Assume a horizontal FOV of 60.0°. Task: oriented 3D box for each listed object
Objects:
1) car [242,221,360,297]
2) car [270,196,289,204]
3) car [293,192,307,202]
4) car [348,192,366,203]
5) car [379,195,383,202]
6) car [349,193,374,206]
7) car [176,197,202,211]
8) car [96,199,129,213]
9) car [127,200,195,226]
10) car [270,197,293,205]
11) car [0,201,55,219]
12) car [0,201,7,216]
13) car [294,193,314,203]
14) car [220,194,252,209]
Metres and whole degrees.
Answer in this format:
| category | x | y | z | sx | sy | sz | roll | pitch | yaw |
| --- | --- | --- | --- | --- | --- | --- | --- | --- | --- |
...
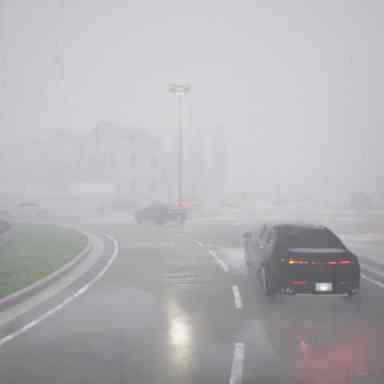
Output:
| category | x | y | z | sx | sy | sz | roll | pitch | yaw |
| --- | --- | --- | --- | --- | --- | --- | --- | --- | --- |
| car | 2.498 | 1.498 | 8.535 | 1.837 | 1.490 | 4.892 | 0 | 0 | 2 |
| car | 17.200 | 1.553 | 65.210 | 1.895 | 1.301 | 4.718 | 0 | 0 | 38 |
| car | 24.352 | 1.080 | 74.291 | 2.150 | 2.045 | 5.566 | 0 | 0 | 38 |
| car | 33.496 | 1.120 | 67.314 | 2.150 | 2.045 | 5.566 | 0 | 0 | 38 |
| car | 42.652 | 1.428 | 73.283 | 1.994 | 1.385 | 4.181 | 0 | 0 | 38 |
| car | 26.961 | 1.143 | 53.197 | 2.150 | 2.045 | 5.566 | 0 | 0 | 38 |
| car | -1.002 | 1.357 | 38.080 | 4.553 | 1.767 | 2.097 | 0 | 0 | -43 |
| car | -8.127 | 1.515 | 36.695 | 4.902 | 1.511 | 2.128 | -1 | 0 | -35 |
| car | -2.326 | 1.500 | 23.469 | 2.128 | 1.511 | 4.902 | 0 | 0 | -38 |
| car | 15.070 | 1.559 | 56.929 | 1.895 | 1.301 | 4.718 | 0 | 0 | 39 |
| car | -14.755 | 1.572 | 29.760 | 4.674 | 1.442 | 1.812 | 0 | 0 | -14 |
| car | -21.113 | 1.613 | 32.051 | 5.357 | 1.411 | 2.033 | 0 | 0 | -4 |
| car | 23.029 | 1.459 | 66.952 | 2.128 | 1.511 | 4.902 | 0 | 0 | 38 |
| car | 6.462 | 1.461 | 46.090 | 1.882 | 1.535 | 5.008 | 0 | 0 | 39 |
